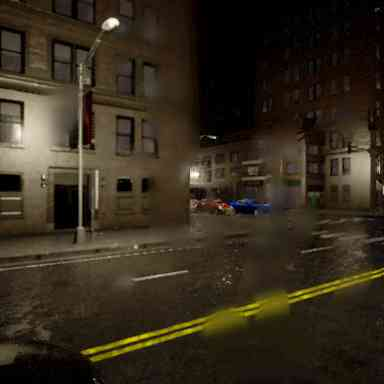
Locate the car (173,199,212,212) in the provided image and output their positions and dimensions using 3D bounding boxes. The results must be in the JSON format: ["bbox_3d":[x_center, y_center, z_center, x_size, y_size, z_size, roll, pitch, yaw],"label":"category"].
[{"bbox_3d":[-0.036,1.560,39.945,2.033,1.411,5.357,0,0,-35],"label":"car"}]

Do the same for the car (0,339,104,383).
[{"bbox_3d":[-2.709,1.524,1.506,4.674,1.442,1.812,0,0,-35],"label":"car"}]

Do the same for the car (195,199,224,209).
[{"bbox_3d":[2.408,1.621,45.998,1.802,1.307,4.206,0,0,-35],"label":"car"}]

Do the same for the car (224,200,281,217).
[{"bbox_3d":[5.669,1.493,31.857,1.882,1.535,5.008,0,0,-35],"label":"car"}]

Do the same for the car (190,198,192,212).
[{"bbox_3d":[-0.970,1.441,36.868,1.967,1.590,4.097,0,0,-35],"label":"car"}]

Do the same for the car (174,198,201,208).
[{"bbox_3d":[-0.770,1.606,50.500,1.947,1.339,4.313,0,0,-35],"label":"car"}]

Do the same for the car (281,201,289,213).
[{"bbox_3d":[8.764,1.608,36.992,1.947,1.339,4.313,0,0,-35],"label":"car"}]

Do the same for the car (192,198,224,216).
[{"bbox_3d":[2.207,1.442,32.366,1.967,1.590,4.097,0,0,-35],"label":"car"}]
